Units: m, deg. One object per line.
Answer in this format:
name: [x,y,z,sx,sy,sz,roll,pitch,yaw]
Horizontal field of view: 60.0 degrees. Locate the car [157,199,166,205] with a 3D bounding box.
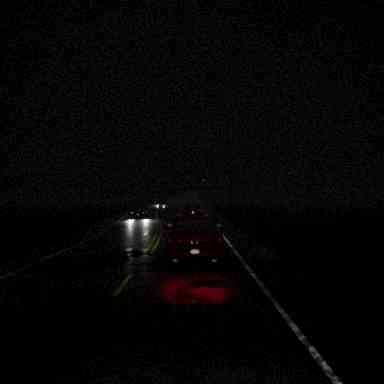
car: [-6.988,2.163,75.904,1.895,1.301,4.718,0,0,0]

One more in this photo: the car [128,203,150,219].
car: [-5.394,1.912,33.954,1.837,1.490,4.892,0,-1,-7]

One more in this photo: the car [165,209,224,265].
car: [0.092,1.629,12.328,1.882,1.535,5.008,0,0,0]

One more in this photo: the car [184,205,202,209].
car: [0.101,1.969,33.944,1.994,1.385,4.181,0,-1,0]
